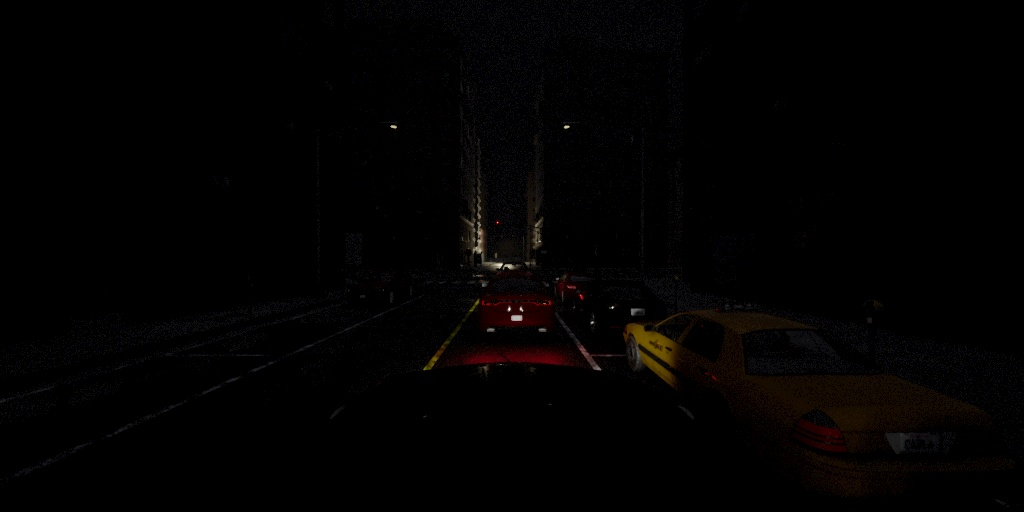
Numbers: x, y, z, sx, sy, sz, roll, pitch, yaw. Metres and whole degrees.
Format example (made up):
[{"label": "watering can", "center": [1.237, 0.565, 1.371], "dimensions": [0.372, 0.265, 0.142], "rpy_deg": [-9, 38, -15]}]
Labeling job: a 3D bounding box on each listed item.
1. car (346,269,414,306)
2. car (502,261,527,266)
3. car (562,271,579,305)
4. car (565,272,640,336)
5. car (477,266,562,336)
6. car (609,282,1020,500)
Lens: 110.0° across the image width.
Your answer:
[{"label": "car", "center": [-5.654, 1.290, 15.837], "dimensions": [1.888, 1.381, 4.507], "rpy_deg": [0, 0, 0]}, {"label": "car", "center": [0.121, 1.096, 20.751], "dimensions": [2.097, 1.767, 4.553], "rpy_deg": [0, 0, 0]}, {"label": "car", "center": [2.891, 1.327, 15.828], "dimensions": [1.802, 1.307, 4.207], "rpy_deg": [0, 0, 0]}, {"label": "car", "center": [2.883, 1.313, 10.242], "dimensions": [1.948, 1.339, 4.313], "rpy_deg": [0, 0, 0]}, {"label": "car", "center": [0.106, 1.225, 10.421], "dimensions": [1.882, 1.535, 5.008], "rpy_deg": [0, 0, 0]}, {"label": "car", "center": [2.875, 1.274, 4.826], "dimensions": [1.751, 1.417, 4.829], "rpy_deg": [0, 0, 0]}]
